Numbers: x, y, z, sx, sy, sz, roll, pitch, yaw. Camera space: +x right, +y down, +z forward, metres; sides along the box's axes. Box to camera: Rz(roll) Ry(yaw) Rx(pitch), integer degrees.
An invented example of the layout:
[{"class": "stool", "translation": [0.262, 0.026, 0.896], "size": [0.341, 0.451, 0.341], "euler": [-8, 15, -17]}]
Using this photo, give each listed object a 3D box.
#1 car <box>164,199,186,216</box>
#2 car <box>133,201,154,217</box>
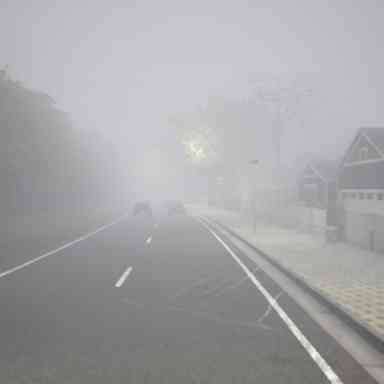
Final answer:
[{"class": "car", "translation": [-1.700, 1.750, 35.597], "size": [2.033, 1.411, 5.357], "euler": [0, 0, -5]}, {"class": "car", "translation": [-5.032, 1.707, 34.305], "size": [1.837, 1.490, 4.892], "euler": [0, -2, -6]}]
